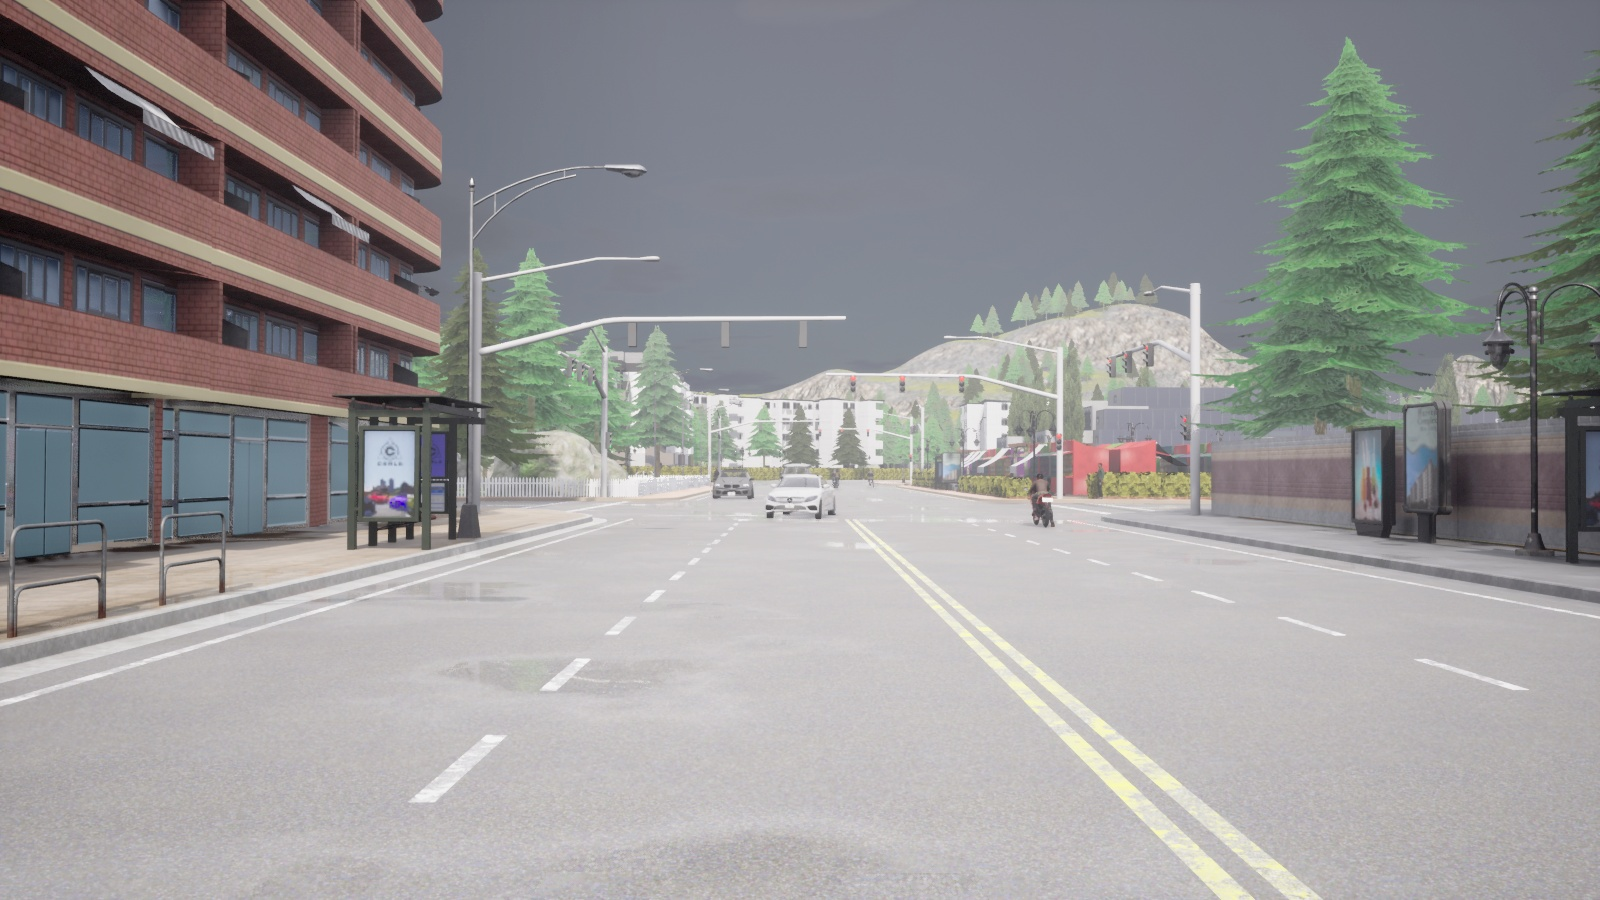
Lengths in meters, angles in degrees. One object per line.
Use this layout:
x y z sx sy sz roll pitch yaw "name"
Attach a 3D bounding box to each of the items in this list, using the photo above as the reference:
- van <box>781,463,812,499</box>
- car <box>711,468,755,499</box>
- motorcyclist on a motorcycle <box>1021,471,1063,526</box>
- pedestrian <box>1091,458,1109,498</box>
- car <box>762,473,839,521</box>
-0.201 1.800 73.544 1.775 1.987 4.442 0 -1 0 "van"
-3.692 1.847 70.182 2.242 1.667 4.611 0 -1 0 "car"
6.901 1.371 35.922 0.797 1.523 2.044 0 -1 0 "motorcyclist on a motorcycle"
14.962 1.401 62.560 0.788 1.949 0.423 0 -1 2 "pedestrian"
0.078 1.530 42.038 1.812 1.442 4.674 0 0 10 "car"
